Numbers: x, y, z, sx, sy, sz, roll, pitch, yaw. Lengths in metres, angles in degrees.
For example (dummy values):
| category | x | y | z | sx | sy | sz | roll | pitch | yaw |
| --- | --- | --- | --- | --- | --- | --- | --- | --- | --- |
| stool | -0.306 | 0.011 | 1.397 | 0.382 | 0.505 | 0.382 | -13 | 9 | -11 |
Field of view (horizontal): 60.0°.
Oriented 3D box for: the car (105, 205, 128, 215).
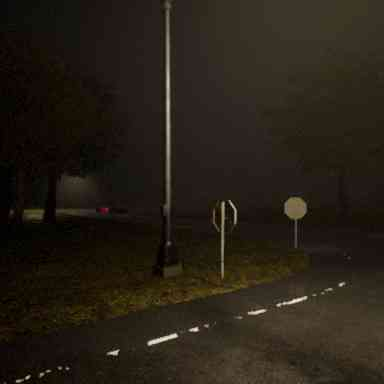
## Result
| category | x | y | z | sx | sy | sz | roll | pitch | yaw |
| --- | --- | --- | --- | --- | --- | --- | --- | --- | --- |
| car | -12.362 | 2.953 | 55.315 | 1.882 | 1.535 | 5.008 | 2 | -2 | -33 |

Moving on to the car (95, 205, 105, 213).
| category | x | y | z | sx | sy | sz | roll | pitch | yaw |
| --- | --- | --- | --- | --- | --- | --- | --- | --- | --- |
| car | -16.403 | 3.169 | 61.366 | 1.994 | 1.385 | 4.181 | 2 | -2 | -33 |
